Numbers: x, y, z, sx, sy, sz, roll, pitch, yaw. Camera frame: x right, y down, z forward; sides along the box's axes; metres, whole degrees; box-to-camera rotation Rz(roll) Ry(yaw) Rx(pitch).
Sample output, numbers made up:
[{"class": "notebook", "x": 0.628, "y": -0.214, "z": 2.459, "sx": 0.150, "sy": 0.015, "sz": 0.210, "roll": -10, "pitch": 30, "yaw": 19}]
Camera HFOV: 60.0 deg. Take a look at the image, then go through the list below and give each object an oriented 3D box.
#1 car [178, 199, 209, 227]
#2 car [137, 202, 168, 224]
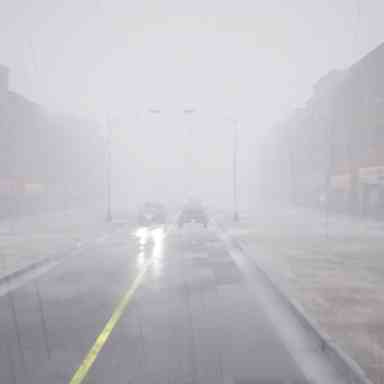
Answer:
[{"class": "car", "x": 0.079, "y": 1.486, "z": 22.897, "sx": 1.837, "sy": 1.490, "sz": 4.892, "roll": 0, "pitch": 1, "yaw": 0}, {"class": "car", "x": -2.812, "y": 1.470, "z": 24.390, "sx": 2.128, "sy": 1.511, "sz": 4.902, "roll": 0, "pitch": 0, "yaw": 0}]
